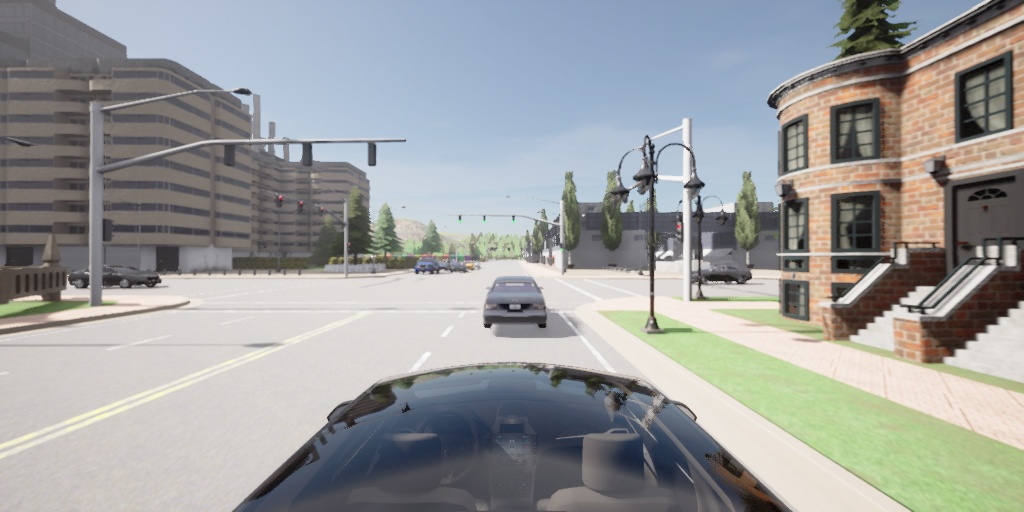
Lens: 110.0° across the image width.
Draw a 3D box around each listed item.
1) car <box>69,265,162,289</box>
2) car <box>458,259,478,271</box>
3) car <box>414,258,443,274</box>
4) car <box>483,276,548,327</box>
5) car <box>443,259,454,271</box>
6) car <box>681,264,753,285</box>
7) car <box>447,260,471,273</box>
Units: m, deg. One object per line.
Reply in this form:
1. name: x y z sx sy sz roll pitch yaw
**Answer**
1. car: -26.163 1.380 23.741 4.892 1.490 1.837 0 0 0
2. car: -7.082 1.546 57.695 1.882 1.535 5.008 0 0 0
3. car: -10.595 1.219 45.213 2.150 2.045 5.566 0 0 0
4. car: 0.087 1.354 11.674 2.033 1.411 5.357 0 0 0
5. car: -10.596 1.603 55.525 2.033 1.411 5.357 0 0 0
6. car: 15.451 1.386 27.121 4.902 1.511 2.128 0 0 -1
7. car: -7.087 1.581 48.606 1.994 1.385 4.181 0 0 0
